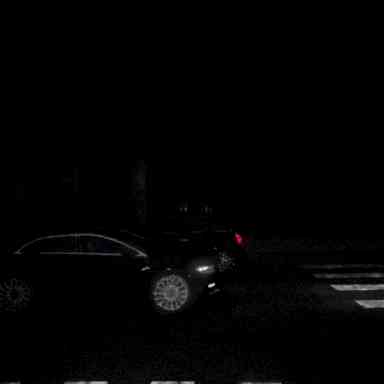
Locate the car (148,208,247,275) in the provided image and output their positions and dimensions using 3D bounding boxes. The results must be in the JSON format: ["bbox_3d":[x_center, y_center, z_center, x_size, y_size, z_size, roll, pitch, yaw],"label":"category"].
[{"bbox_3d":[-0.742,1.397,9.924,4.553,1.767,2.097,-1,-1,1],"label":"car"}]

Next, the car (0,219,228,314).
[{"bbox_3d":[-1.860,1.489,6.980,4.902,1.511,2.128,-1,-1,1],"label":"car"}]
